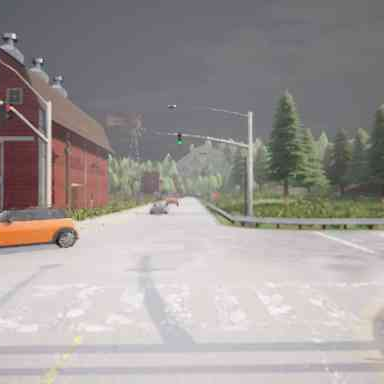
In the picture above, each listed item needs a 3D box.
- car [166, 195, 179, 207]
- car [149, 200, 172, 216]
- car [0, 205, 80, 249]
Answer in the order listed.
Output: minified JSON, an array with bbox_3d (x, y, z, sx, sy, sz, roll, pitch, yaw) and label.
[{"bbox_3d":[-3.559,1.535,61.237,2.150,2.045,5.566,0,0,0],"label":"car"},{"bbox_3d":[-3.536,1.853,36.482,1.895,1.301,4.718,0,0,0],"label":"car"},{"bbox_3d":[-7.003,1.411,13.351,4.553,1.767,2.097,1,-2,-39],"label":"car"}]
